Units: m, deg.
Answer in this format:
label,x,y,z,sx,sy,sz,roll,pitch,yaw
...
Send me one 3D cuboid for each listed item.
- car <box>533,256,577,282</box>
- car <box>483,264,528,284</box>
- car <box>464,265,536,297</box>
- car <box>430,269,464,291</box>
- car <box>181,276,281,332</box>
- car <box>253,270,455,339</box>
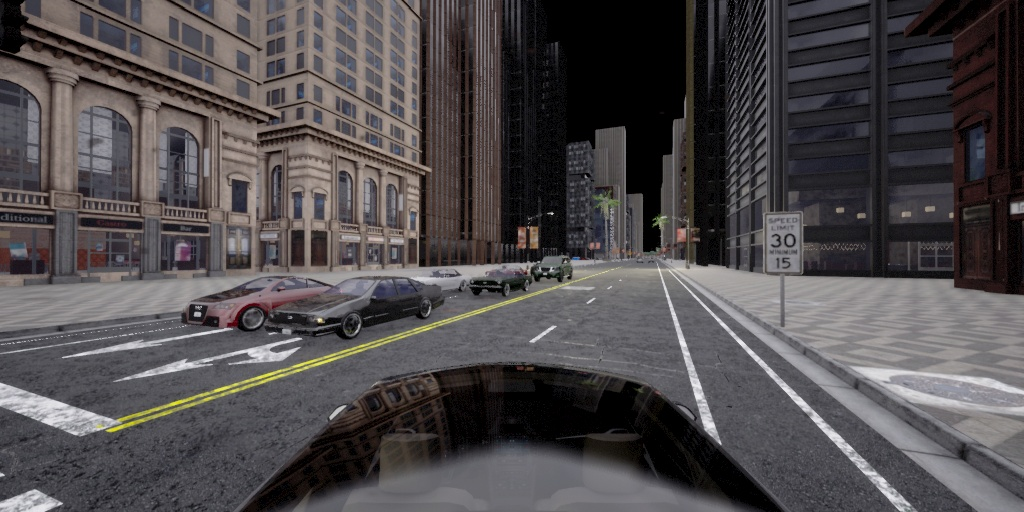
label,x,y,z,sx,sy,sz,roll,pitch,yaw
car,3.481,0.986,29.310,2.150,2.045,5.566,0,0,22
car,-0.376,1.363,28.424,1.895,1.301,4.718,0,0,22
car,-0.488,1.357,19.377,1.895,1.301,4.718,0,0,22
car,-4.070,1.356,19.173,1.895,1.301,4.718,0,0,22
car,-7.313,1.315,11.034,1.994,1.385,4.181,0,0,22
car,-4.042,1.299,10.471,2.033,1.411,5.357,0,0,22
